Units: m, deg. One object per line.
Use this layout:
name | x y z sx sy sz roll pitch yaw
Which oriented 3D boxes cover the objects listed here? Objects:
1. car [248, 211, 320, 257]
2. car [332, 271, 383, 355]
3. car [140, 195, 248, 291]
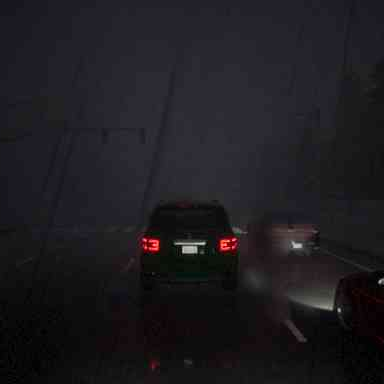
car | 3.336 1.492 12.951 2.128 1.511 4.902 0 0 0
car | 3.425 1.564 4.043 1.994 1.385 4.181 0 0 -1
car | -0.098 1.221 9.194 2.150 2.045 5.566 0 0 -1
